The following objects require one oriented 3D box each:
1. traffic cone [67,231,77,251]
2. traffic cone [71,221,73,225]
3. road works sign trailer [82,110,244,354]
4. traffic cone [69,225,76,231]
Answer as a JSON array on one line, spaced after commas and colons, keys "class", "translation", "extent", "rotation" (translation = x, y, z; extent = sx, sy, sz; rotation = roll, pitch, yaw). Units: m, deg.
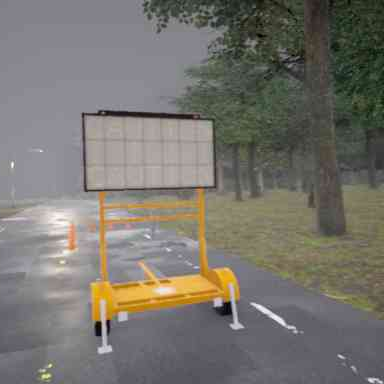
[{"class": "traffic cone", "translation": [-4.458, 1.844, 12.293], "extent": [0.340, 0.580, 0.340], "rotation": [-2, 1, -20]}, {"class": "traffic cone", "translation": [-5.801, 1.818, 16.061], "extent": [0.340, 0.580, 0.340], "rotation": [-2, 1, -20]}, {"class": "road works sign trailer", "translation": [-0.740, 0.360, 6.158], "extent": [2.380, 3.560, 2.880], "rotation": [-2, 1, -19]}, {"class": "traffic cone", "translation": [-5.129, 1.831, 14.176], "extent": [0.340, 0.580, 0.340], "rotation": [-2, 1, -20]}]
